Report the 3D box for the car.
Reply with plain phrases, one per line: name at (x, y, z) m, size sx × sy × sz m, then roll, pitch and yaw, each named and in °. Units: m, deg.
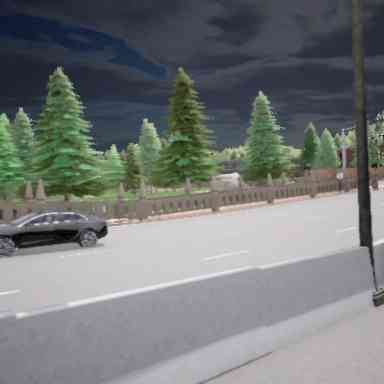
car at (-5.682, 1.460, 12.837) m, size 4.902 × 1.511 × 2.128 m, roll -1°, pitch 1°, yaw -36°
